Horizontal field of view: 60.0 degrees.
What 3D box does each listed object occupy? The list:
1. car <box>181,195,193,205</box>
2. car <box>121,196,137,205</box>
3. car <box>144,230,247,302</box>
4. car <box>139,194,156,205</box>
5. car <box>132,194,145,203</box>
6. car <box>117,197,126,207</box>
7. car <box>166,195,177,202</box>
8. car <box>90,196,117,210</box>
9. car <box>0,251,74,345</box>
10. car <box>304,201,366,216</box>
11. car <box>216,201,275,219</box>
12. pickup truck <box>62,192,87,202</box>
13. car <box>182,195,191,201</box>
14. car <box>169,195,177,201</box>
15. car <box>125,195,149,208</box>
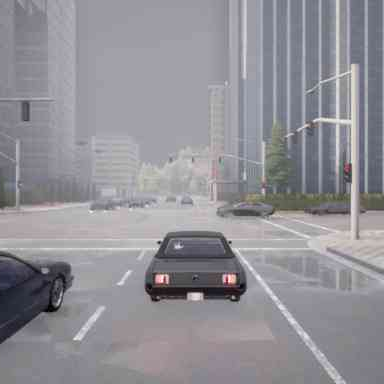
[{"bbox_3d":[-0.910,1.564,60.326,1.994,1.385,4.181,0,0,-1],"label":"car"},{"bbox_3d":[-11.591,1.547,61.328,2.033,1.411,5.357,0,0,-1],"label":"car"},{"bbox_3d":[0.066,1.601,8.230,1.895,1.301,4.718,0,0,0],"label":"car"},{"bbox_3d":[-8.033,1.547,57.370,2.033,1.411,5.357,0,0,-1],"label":"car"},{"bbox_3d":[-11.704,1.348,72.686,2.097,1.767,4.553,0,0,-1],"label":"car"},{"bbox_3d":[-11.453,1.526,51.042,1.812,1.442,4.674,0,0,-1],"label":"car"},{"bbox_3d":[-4.724,1.500,74.614,1.837,1.490,4.892,0,0,-1],"label":"car"},{"bbox_3d":[-11.308,1.352,42.144,2.097,1.767,4.553,0,0,-1],"label":"car"},{"bbox_3d":[-3.436,1.547,4.634,2.033,1.411,5.357,0,0,0],"label":"car"},{"bbox_3d":[13.581,1.547,31.639,5.357,1.411,2.033,0,0,-3],"label":"car"},{"bbox_3d":[4.473,1.493,28.021,4.902,1.511,2.128,0,0,-1],"label":"car"},{"bbox_3d":[-24.773,1.059,69.285,2.390,2.098,6.274,0,0,30],"label":"pickup truck"},{"bbox_3d":[-1.392,1.540,84.850,2.033,1.411,5.357,0,0,-1],"label":"car"},{"bbox_3d":[-4.891,1.524,84.781,1.812,1.442,4.674,0,0,-1],"label":"car"},{"bbox_3d":[-7.894,1.564,48.064,1.994,1.385,4.181,0,0,-1],"label":"car"}]
